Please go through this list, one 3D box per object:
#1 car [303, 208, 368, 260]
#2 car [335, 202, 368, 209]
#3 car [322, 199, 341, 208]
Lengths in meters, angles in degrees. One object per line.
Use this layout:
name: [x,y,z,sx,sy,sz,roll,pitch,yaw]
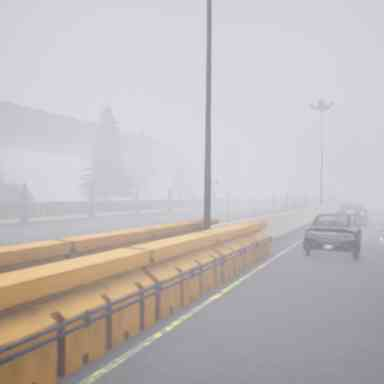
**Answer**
car: [5.691,1.619,13.179,2.128,1.511,4.902,0,0,29]
car: [12.718,1.617,26.342,2.097,1.767,4.553,0,0,29]
car: [26.536,2.116,63.071,2.128,1.511,4.902,0,0,37]
